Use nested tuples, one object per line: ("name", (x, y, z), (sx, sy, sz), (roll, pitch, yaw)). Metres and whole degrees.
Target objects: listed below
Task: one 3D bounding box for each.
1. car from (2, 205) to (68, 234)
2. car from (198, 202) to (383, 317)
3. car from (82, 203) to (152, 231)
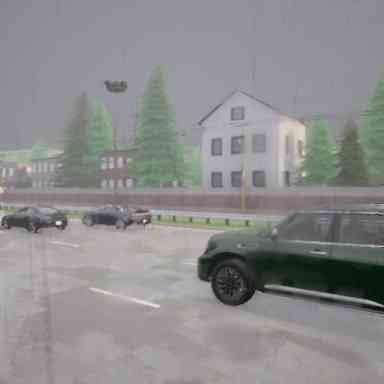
("car", (-8.947, 1.468, 18.963), (4.674, 1.442, 1.812), (0, 0, 35))
("car", (2.777, 1.218, 6.311), (5.566, 2.045, 2.150), (0, 0, 36))
("car", (-4.639, 1.443, 20.205), (4.902, 1.511, 2.128), (0, 0, 36))
